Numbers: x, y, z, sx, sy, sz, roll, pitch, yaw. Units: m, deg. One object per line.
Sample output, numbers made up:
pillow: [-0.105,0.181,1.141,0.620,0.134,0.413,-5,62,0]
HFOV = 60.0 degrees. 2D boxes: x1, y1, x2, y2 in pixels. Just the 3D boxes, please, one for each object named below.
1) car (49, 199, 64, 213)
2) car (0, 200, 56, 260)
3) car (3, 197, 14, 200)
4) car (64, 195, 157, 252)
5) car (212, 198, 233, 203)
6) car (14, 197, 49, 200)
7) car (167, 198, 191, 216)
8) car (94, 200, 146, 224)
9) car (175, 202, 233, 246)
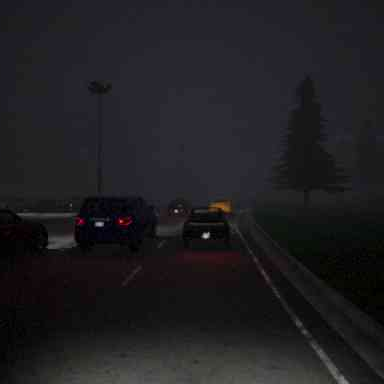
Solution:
car: [-12.117,1.169,34.235,2.097,1.767,4.553,0,0,10]
car: [-6.552,1.300,10.713,2.097,1.767,4.553,0,0,3]
car: [-19.049,1.305,35.223,1.882,1.535,5.008,0,0,10]
car: [-2.912,1.144,13.789,2.150,2.045,5.566,0,0,4]
car: [2.823,1.278,31.277,1.882,1.535,5.008,0,0,10]
car: [-15.587,1.370,34.716,2.033,1.411,5.357,0,0,10]
car: [-0.928,1.323,30.025,1.837,1.490,4.892,0,0,9]
car: [-5.254,1.405,25.162,2.033,1.411,5.357,0,0,8]
car: [0.663,1.399,14.690,2.128,1.511,4.902,0,0,3]
